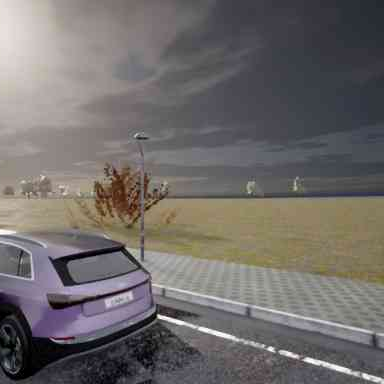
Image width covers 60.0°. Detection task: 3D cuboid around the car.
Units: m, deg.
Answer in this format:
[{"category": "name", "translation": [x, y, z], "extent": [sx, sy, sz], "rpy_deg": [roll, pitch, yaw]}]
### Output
[{"category": "car", "translation": [-2.746, 1.433, 5.545], "extent": [4.856, 1.649, 2.033], "rpy_deg": [0, 0, 36]}]
